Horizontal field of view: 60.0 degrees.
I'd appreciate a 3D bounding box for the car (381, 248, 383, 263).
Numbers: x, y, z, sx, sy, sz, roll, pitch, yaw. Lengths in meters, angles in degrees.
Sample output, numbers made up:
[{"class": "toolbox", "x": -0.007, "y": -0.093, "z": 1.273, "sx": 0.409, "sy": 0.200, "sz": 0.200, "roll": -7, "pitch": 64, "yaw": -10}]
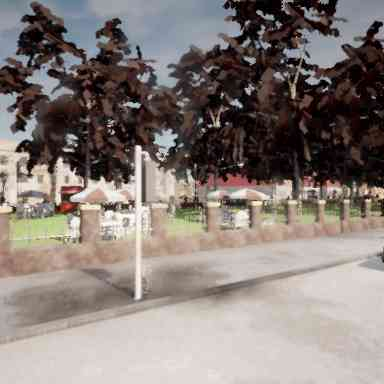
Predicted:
[{"class": "car", "x": 8.151, "y": 1.611, "z": 10.628, "sx": 5.357, "sy": 1.411, "sz": 2.033, "roll": 0, "pitch": 0, "yaw": -36}]
